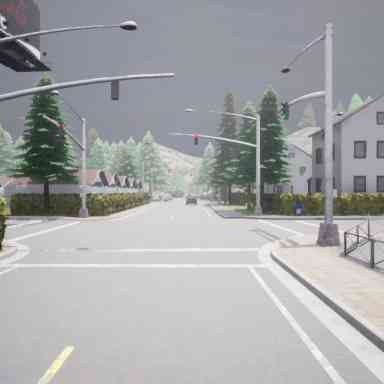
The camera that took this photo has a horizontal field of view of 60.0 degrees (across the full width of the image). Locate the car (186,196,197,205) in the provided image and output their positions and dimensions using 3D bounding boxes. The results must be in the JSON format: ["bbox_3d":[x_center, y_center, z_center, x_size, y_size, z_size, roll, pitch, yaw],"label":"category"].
[{"bbox_3d":[-0.086,1.505,59.225,1.837,1.490,4.892,0,0,0],"label":"car"}]
